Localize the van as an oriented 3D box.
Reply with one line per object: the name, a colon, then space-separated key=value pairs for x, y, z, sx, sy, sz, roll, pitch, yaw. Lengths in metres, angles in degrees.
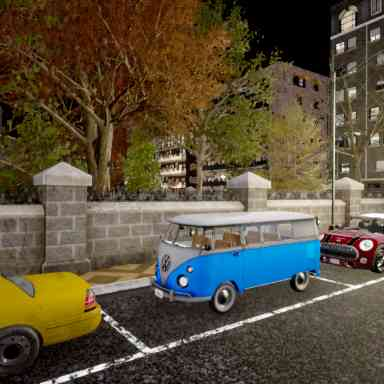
van: x=1.106 y=1.342 z=7.328 sx=3.998 sy=1.788 sz=1.690 roll=0 pitch=1 yaw=-35

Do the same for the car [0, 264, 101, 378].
car: x=-3.608 y=1.525 z=3.976 sx=4.829 sy=1.417 sz=1.752 roll=0 pitch=1 yaw=-35

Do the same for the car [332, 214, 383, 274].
car: x=5.678 y=1.442 z=10.584 sx=4.097 sy=1.590 sz=1.967 roll=0 pitch=1 yaw=-35
